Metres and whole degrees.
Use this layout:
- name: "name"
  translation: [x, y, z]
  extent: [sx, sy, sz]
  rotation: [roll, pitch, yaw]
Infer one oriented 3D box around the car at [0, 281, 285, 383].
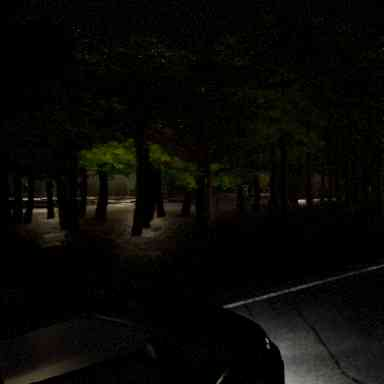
- name: "car"
  translation: [-1.100, 1.564, 2.962]
  extent: [4.181, 1.385, 1.994]
  rotation: [0, 0, -35]
